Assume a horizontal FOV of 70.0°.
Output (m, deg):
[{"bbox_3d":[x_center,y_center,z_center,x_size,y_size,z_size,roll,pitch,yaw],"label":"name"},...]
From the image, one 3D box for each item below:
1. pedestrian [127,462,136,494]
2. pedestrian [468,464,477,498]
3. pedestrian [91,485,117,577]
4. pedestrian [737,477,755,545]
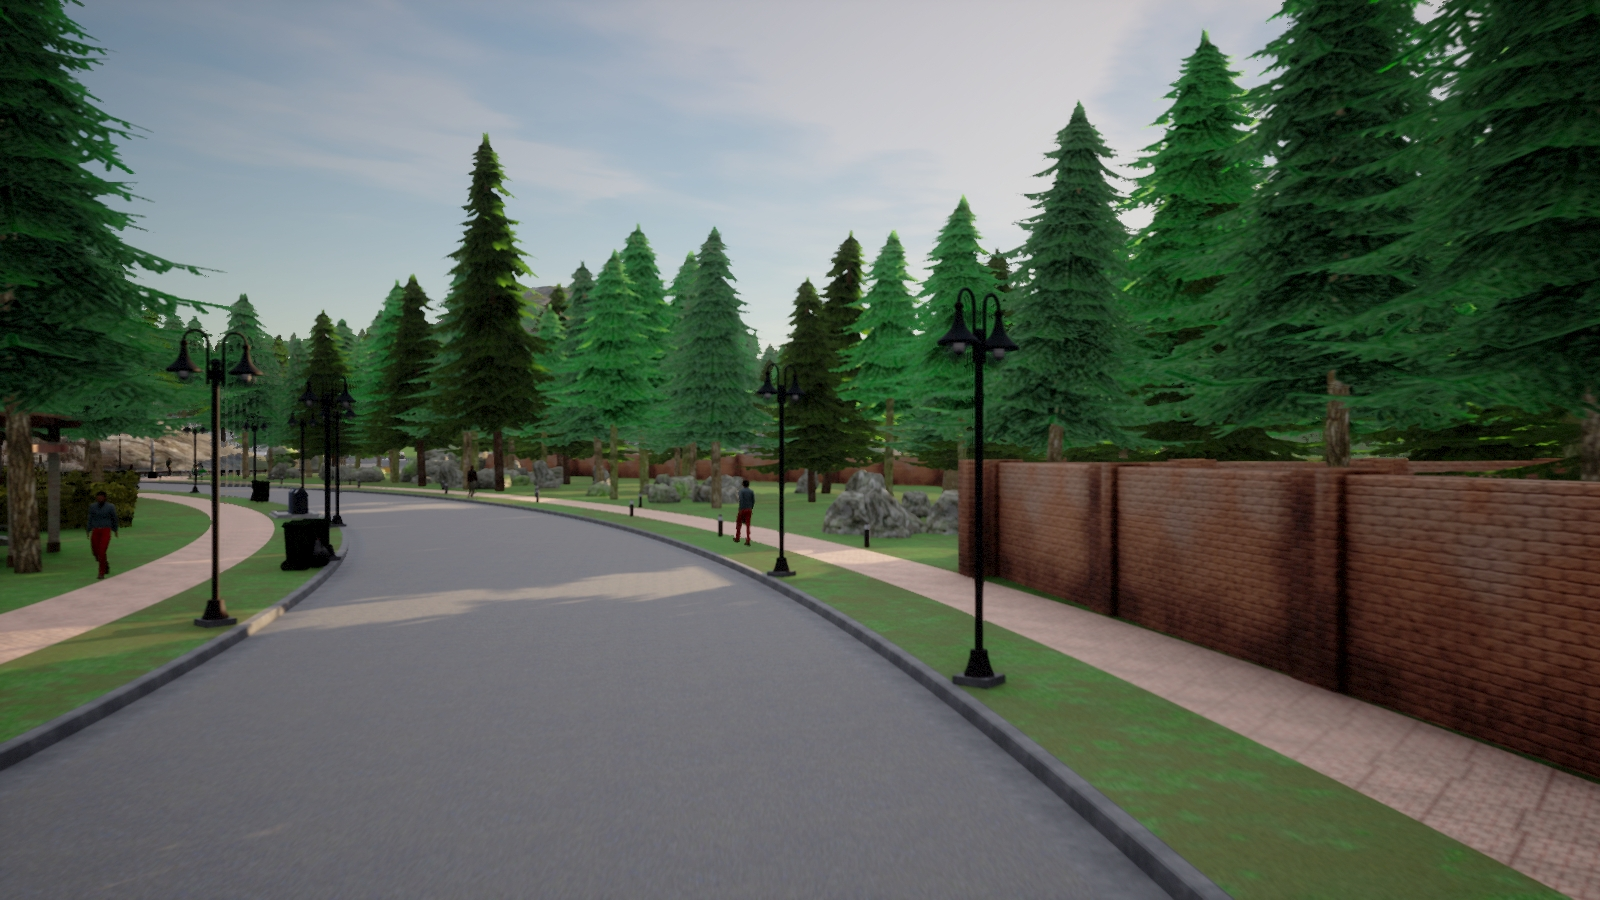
[{"bbox_3d":[-39.291,1.665,67.147,0.375,1.860,0.375,0,0,45],"label":"pedestrian"},{"bbox_3d":[-17.674,1.666,61.582,0.375,1.860,0.375,0,0,-33],"label":"pedestrian"},{"bbox_3d":[-14.323,1.664,23.527,0.375,1.860,0.375,0,0,-16],"label":"pedestrian"},{"bbox_3d":[-1.486,1.667,31.333,0.375,1.860,0.375,0,0,-27],"label":"pedestrian"}]
